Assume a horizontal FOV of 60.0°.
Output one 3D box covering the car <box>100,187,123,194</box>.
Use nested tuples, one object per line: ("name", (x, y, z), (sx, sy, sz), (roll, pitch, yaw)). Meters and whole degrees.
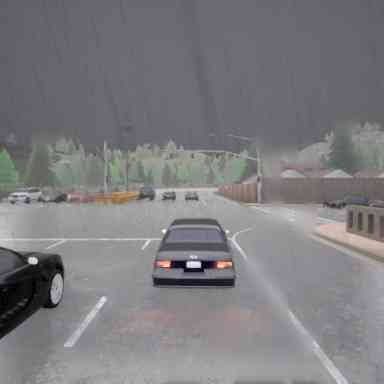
("car", (-14.227, 0.161, 58.233), (2.150, 2.045, 5.566), (0, 2, 0))

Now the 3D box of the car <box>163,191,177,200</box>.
("car", (-3.537, 0.527, 53.369), (2.128, 1.511, 4.902), (0, 1, 0))

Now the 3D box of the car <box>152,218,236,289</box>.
("car", (0.088, 1.417, 8.986), (2.033, 1.411, 5.357), (0, 1, 1))

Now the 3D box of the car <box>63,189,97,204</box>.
("car", (-14.203, 0.592, 42.444), (2.097, 1.767, 4.553), (0, 1, 0))

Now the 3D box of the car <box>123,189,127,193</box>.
("car", (-14.189, 0.008, 73.609), (2.097, 1.767, 4.553), (0, 1, 0))

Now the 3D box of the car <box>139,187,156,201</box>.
("car", (-7.035, 0.272, 52.544), (2.150, 2.045, 5.566), (0, 1, 0))

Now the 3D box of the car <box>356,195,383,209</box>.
("car", (17.798, 1.040, 29.132), (5.357, 1.411, 2.033), (0, 1, 2))

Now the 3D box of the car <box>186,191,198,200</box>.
("car", (-0.039, 0.589, 53.911), (1.994, 1.385, 4.181), (0, 1, 0))

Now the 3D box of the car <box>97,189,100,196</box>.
("car", (-17.722, 0.495, 56.857), (1.812, 1.442, 4.674), (0, 1, 0))

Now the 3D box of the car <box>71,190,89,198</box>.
("car", (-21.192, 0.356, 63.212), (1.837, 1.490, 4.892), (0, 0, 0))

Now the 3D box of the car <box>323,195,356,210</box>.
("car", (15.817, 0.973, 32.700), (5.357, 1.411, 2.033), (0, 1, 2))

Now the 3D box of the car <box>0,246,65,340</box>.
("car", (-3.453, 1.421, 4.614), (1.882, 1.535, 5.008), (0, 1, 0))

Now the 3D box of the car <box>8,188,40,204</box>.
("car", (-21.201, 0.457, 42.637), (2.150, 2.045, 5.566), (0, 1, 0))

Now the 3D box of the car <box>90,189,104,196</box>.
("car", (-21.191, 0.116, 74.399), (1.882, 1.535, 5.008), (0, 1, 0))

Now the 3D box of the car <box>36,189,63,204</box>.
("car", (-17.704, 0.720, 43.072), (2.128, 1.511, 4.902), (0, 1, 0))
